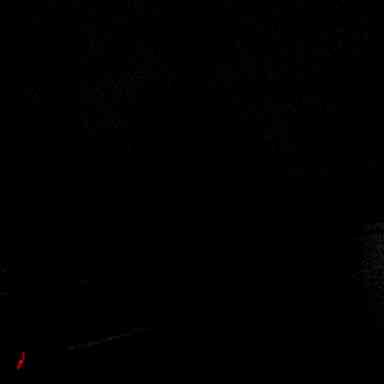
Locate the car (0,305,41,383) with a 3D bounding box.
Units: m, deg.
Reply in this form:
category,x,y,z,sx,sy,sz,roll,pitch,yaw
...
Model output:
category,x,y,z,sx,sy,sz,roll,pitch,yaw
car,-3.391,1.488,1.565,4.902,1.511,2.128,0,0,-35
